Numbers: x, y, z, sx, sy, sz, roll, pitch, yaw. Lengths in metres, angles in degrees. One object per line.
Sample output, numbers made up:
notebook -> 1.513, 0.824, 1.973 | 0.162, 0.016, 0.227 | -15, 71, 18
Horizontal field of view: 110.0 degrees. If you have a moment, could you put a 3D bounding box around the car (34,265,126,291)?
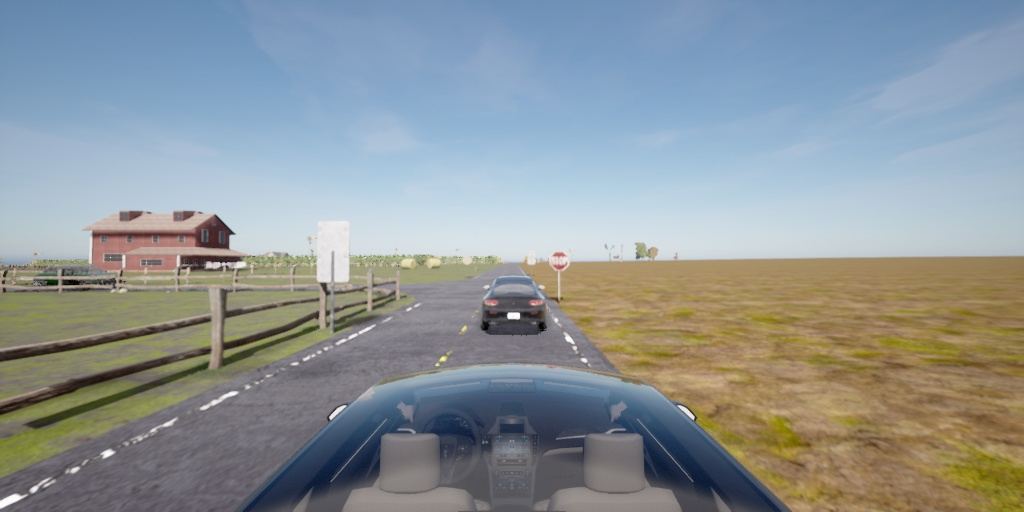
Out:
car -> -29.743, 1.433, 24.815 | 4.553, 1.767, 2.097 | 0, -1, 0

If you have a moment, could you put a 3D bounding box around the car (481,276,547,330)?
car -> 0.069, 1.357, 11.342 | 1.812, 1.442, 4.674 | 0, 0, 1
